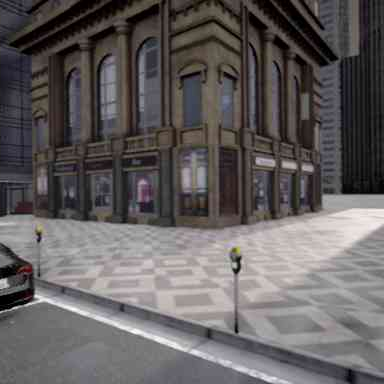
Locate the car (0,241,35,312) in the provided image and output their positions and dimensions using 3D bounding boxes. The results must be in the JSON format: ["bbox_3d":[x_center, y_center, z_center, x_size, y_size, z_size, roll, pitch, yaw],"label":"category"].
[{"bbox_3d":[-4.927,1.631,6.891,4.313,1.339,1.947,-1,0,37],"label":"car"}]
